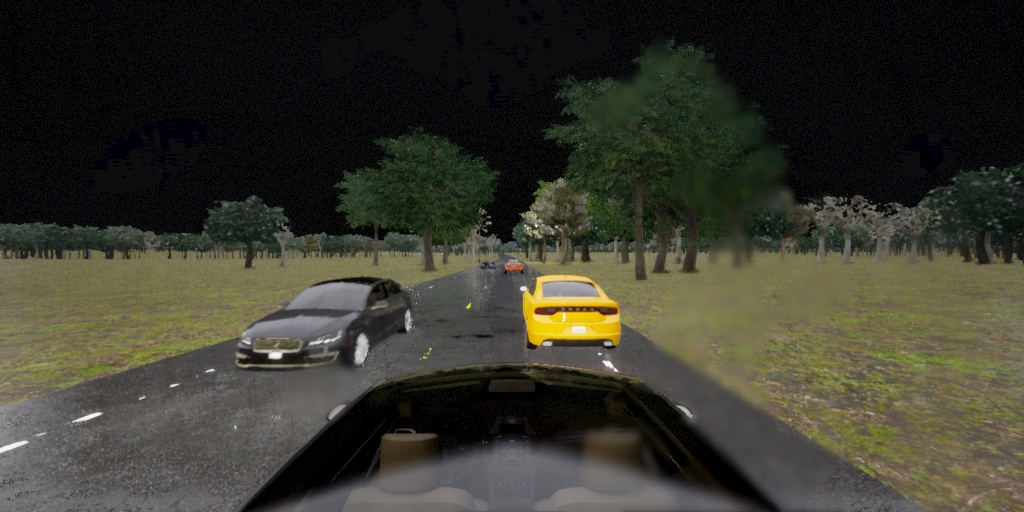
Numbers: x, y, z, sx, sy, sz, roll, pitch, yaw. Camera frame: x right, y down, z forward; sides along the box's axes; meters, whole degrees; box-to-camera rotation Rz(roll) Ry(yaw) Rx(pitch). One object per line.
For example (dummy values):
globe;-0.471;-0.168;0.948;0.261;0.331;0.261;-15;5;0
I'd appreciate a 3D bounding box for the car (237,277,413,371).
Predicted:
car;-3.571;1.252;7.853;1.837;1.490;4.892;0;0;0

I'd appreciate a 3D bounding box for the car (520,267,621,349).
car;1.258;1.224;9.169;1.882;1.535;5.008;0;0;0

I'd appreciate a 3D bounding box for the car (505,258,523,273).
car;0.234;1.062;41.652;2.097;1.767;4.553;0;0;0

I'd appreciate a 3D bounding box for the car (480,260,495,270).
car;-3.404;1.259;51.042;1.994;1.385;4.181;0;0;0
